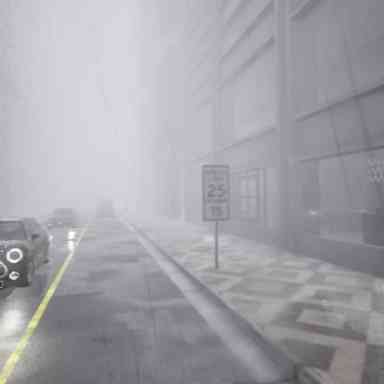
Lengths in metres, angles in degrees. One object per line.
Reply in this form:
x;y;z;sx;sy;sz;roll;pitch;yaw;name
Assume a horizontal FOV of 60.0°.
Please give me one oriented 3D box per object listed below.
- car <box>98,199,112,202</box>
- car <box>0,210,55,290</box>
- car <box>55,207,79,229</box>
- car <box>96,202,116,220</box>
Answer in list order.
-11.726;1.952;44.750;2.150;2.045;5.566;-1;-1;-15;car
-5.470;1.548;9.558;2.097;1.767;4.553;-1;-1;-15;car
-9.655;1.957;25.147;1.837;1.490;4.892;-1;-1;-15;car
-8.959;2.112;34.647;2.033;1.411;5.357;-1;-1;-15;car
